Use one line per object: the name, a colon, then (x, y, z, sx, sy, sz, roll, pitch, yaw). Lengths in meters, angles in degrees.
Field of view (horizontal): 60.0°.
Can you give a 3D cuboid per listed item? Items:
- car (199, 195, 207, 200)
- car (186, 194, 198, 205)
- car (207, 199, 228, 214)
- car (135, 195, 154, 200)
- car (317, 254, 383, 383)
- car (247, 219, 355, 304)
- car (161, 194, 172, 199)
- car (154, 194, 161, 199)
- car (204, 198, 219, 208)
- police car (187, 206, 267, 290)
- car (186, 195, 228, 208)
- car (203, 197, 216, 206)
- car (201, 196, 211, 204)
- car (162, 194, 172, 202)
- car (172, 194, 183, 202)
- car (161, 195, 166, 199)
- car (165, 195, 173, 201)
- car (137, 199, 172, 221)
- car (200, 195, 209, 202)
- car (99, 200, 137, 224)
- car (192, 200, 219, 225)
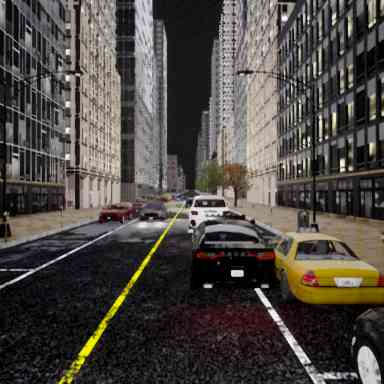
car: (2.773, 1.392, 87.346, 1.887, 1.381, 4.507, 1, 0, 0)
car: (0.051, 1.277, 59.589, 2.097, 1.767, 4.553, 0, 0, 0)
car: (2.728, 1.534, 36.273, 1.947, 1.339, 4.313, 0, 0, 0)
car: (-5.652, 1.409, 36.293, 1.967, 1.590, 4.097, 0, 0, 0)
car: (2.697, 1.550, 2.222, 2.008, 1.369, 4.403, 0, 0, 0)
car: (2.702, 1.523, 8.069, 1.752, 1.417, 4.829, 0, 0, 0)
car: (-5.625, 1.228, 64.670, 2.192, 1.841, 5.009, 1, 0, 0)
car: (-5.646, 1.275, 41.968, 2.192, 1.841, 5.009, 0, 0, 0)
car: (2.737, 1.532, 47.622, 1.802, 1.307, 4.206, 1, 0, 0)
police car: (0.907, 1.422, 9.246, 1.930, 1.638, 5.238, 0, 0, 0)
car: (0.916, 1.214, 19.166, 2.150, 2.045, 5.566, 0, 0, 0)
car: (2.743, 1.521, 53.297, 1.802, 1.307, 4.206, 1, 0, 0)
car: (2.753, 1.438, 64.816, 1.752, 1.417, 4.829, 1, 0, 0)
car: (-5.617, 1.322, 76.021, 1.967, 1.590, 4.097, 1, 0, 0)
car: (-2.937, 1.415, 73.273, 1.812, 1.442, 4.674, 0, 0, 0)
car: (-5.638, 1.521, 53.318, 1.802, 1.307, 4.206, 1, 0, 0)
car: (-5.612, 1.391, 81.527, 1.752, 1.417, 4.829, 1, 0, 0)
car: (-2.978, 1.528, 26.892, 2.033, 1.411, 5.357, 0, 0, 0)
car: (2.763, 1.448, 75.996, 1.947, 1.339, 4.313, 1, 0, 0)
car: (-5.663, 1.528, 24.940, 1.887, 1.381, 4.507, 0, 0, 0)
car: (0.921, 1.461, 25.136, 1.882, 1.535, 5.008, 0, 0, 0)
